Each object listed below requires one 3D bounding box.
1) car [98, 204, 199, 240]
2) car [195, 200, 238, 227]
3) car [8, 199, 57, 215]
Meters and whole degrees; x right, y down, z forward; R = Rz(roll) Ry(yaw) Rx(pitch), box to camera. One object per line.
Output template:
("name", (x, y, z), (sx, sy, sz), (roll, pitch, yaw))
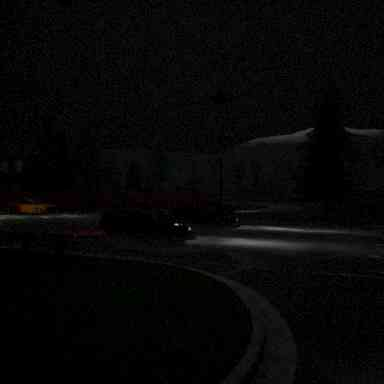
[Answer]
("car", (-2.442, 1.537, 17.223), (4.902, 1.511, 2.128), (0, 0, 19))
("car", (0.757, 1.604, 23.524), (4.902, 1.511, 2.128), (0, 0, 19))
("car", (-15.787, 1.431, 32.945), (5.008, 1.535, 1.882), (0, 0, 19))
